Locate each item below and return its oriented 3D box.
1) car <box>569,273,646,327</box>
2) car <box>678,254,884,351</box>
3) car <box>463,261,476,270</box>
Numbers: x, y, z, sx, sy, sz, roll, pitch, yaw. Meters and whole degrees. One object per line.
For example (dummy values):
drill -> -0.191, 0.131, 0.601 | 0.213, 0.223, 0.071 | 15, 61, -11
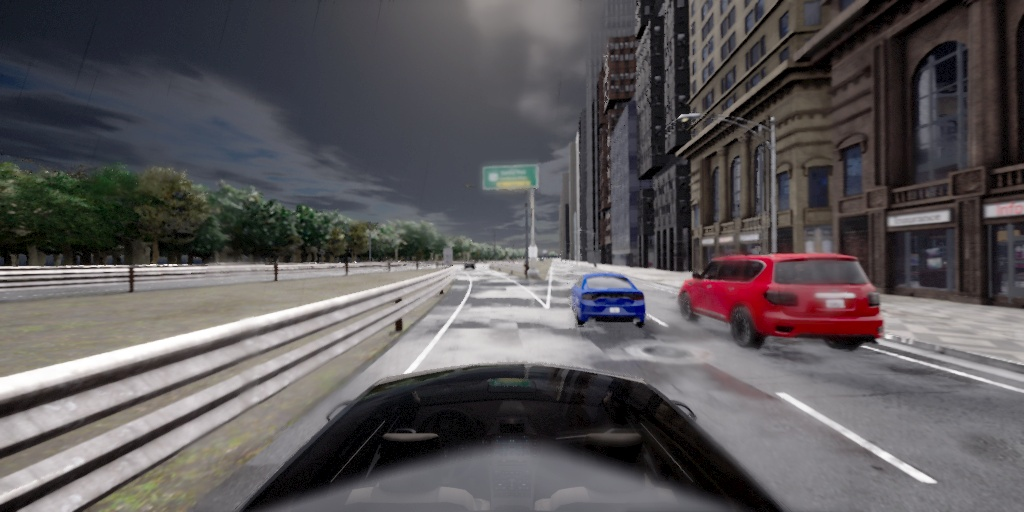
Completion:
car -> 2.988, 1.296, 11.938 | 1.882, 1.535, 5.008 | -1, 0, 6
car -> 6.197, 0.985, 9.203 | 2.150, 2.045, 5.566 | -1, 0, 6
car -> -7.522, 1.672, 63.657 | 1.837, 1.490, 4.892 | -1, 0, -9
